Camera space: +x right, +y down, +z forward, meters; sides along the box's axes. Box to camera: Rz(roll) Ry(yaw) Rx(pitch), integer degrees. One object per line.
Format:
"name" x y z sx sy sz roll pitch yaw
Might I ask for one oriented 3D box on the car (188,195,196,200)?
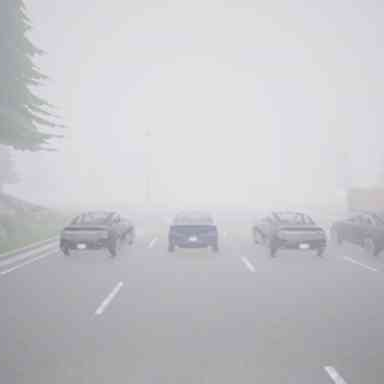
"car" 0.043 1.504 91.647 1.837 1.490 4.892 0 0 0

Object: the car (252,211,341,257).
"car" 3.552 1.494 12.896 2.128 1.511 4.902 0 0 1

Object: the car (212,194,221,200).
"car" 7.044 1.538 91.996 2.128 1.511 4.902 0 0 0

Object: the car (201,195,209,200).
"car" 3.544 1.564 91.905 1.994 1.385 4.181 0 0 0

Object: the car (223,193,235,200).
"car" 10.543 1.238 90.872 2.150 2.045 5.566 0 0 0

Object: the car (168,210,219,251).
"car" 0.061 1.480 14.085 1.882 1.535 5.008 0 0 0

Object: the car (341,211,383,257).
"car" 7.052 1.494 12.894 2.128 1.511 4.902 0 0 1

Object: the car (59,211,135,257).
"car" -3.448 1.494 12.899 2.128 1.511 4.902 0 0 1
